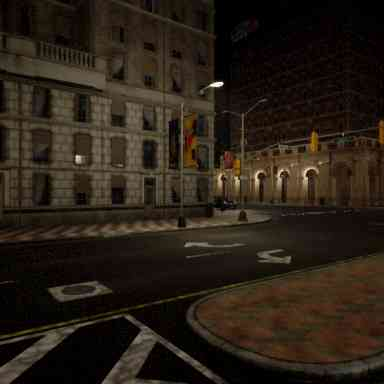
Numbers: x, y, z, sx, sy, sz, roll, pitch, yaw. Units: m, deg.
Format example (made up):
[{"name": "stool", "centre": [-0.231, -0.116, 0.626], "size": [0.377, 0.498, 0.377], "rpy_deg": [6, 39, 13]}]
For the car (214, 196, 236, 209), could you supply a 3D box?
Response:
[{"name": "car", "centre": [3.740, 1.352, 43.652], "size": [2.097, 1.767, 4.553], "rpy_deg": [0, 0, -36]}]
